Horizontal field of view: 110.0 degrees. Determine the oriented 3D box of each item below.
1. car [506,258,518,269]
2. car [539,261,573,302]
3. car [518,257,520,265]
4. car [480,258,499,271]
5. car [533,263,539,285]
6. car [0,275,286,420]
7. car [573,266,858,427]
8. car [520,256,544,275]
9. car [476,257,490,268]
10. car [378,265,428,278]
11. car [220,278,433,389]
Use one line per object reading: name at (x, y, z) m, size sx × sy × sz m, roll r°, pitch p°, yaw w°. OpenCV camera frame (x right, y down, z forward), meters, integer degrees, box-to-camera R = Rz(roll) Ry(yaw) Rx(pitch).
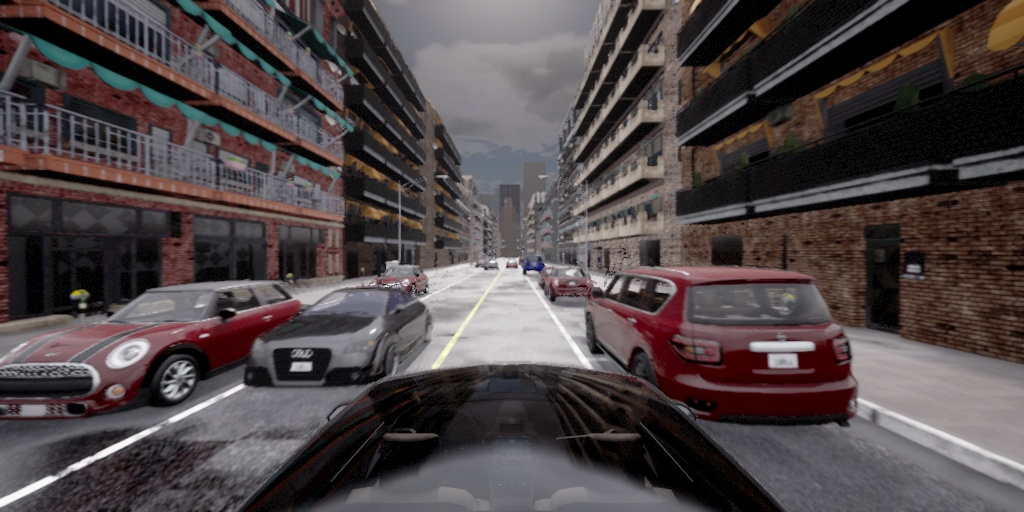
car at (-0.023, 1.301, 56.977) m, size 1.994 × 1.385 × 4.181 m, roll 0°, pitch 0°, yaw 0°
car at (2.562, 1.185, 17.077) m, size 1.967 × 1.591 × 4.097 m, roll 0°, pitch 0°, yaw 0°
car at (2.541, 1.052, 56.727) m, size 2.192 × 1.841 × 5.009 m, roll 0°, pitch 0°, yaw 0°
car at (-2.838, 1.302, 49.632) m, size 1.994 × 1.385 × 4.181 m, roll 0°, pitch 0°, yaw 0°
car at (2.555, 1.326, 22.742) m, size 1.802 × 1.307 × 4.207 m, roll 0°, pitch 0°, yaw 0°
car at (-5.318, 1.188, 5.980) m, size 1.967 × 1.591 × 4.097 m, roll 0°, pitch 0°, yaw 0°
car at (2.552, 1.063, 5.749) m, size 2.192 × 1.841 × 5.009 m, roll 0°, pitch 0°, yaw 0°
car at (2.253, 0.968, 38.422) m, size 2.150 × 2.045 × 5.566 m, roll 0°, pitch 0°, yaw 0°
car at (-5.342, 1.282, 62.492) m, size 1.888 × 1.381 × 4.507 m, roll 0°, pitch 0°, yaw 0°
car at (-5.323, 1.184, 17.282) m, size 1.967 × 1.591 × 4.097 m, roll 0°, pitch 0°, yaw 0°
car at (-2.853, 1.312, 6.852) m, size 1.994 × 1.385 × 4.181 m, roll 0°, pitch 0°, yaw 0°
